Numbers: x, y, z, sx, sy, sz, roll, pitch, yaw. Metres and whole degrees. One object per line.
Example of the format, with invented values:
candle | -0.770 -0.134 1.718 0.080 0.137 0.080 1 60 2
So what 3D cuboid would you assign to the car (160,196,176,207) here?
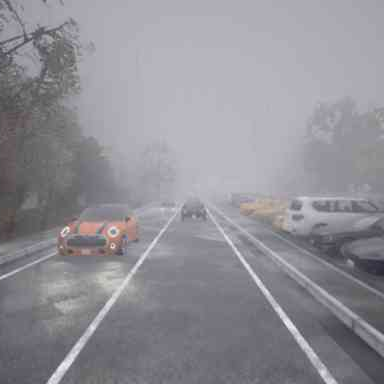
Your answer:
car | -3.217 1.280 45.820 1.837 1.490 4.892 0 0 0

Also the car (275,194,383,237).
car | 6.880 1.228 14.732 5.566 2.045 2.435 0 1 0

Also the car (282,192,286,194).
car | 20.359 1.262 64.460 4.674 1.452 2.002 0 0 0

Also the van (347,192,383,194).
van | 20.013 1.051 36.744 4.442 1.987 1.878 0 0 0

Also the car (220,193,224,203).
car | 7.134 1.285 50.813 4.792 1.488 2.163 0 0 0

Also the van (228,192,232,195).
van | 7.207 1.044 42.483 4.442 1.987 1.878 0 0 0

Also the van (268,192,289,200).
van | 20.365 0.970 78.444 4.442 1.987 1.878 0 0 0

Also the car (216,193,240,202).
car | 7.275 1.098 67.469 4.553 1.767 2.185 0 0 0

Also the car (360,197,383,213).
car | 20.127 1.317 33.992 4.792 1.488 2.163 0 0 1

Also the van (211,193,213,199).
van | 7.262 0.983 75.798 4.442 1.987 1.878 0 0 0

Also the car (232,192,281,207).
car | 7.074 1.158 36.935 4.553 1.767 2.185 0 0 0

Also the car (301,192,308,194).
car | 20.213 0.996 50.609 5.566 2.045 2.435 0 0 0

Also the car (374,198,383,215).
car | 20.104 1.334 31.353 4.792 1.488 2.163 0 1 1

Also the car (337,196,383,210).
car | 20.151 1.268 39.529 5.008 1.535 2.097 0 0 1

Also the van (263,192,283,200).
van | 20.411 1.032 83.835 4.442 1.987 1.878 0 -1 1

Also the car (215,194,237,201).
car | 7.357 1.254 73.022 4.674 1.452 2.002 0 0 0

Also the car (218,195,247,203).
car | 7.228 1.241 59.141 4.892 1.521 2.231 0 0 0

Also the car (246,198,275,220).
car | 6.738 1.389 23.065 5.366 1.575 1.946 0 1 0

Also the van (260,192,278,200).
van | 20.693 1.110 89.372 4.442 1.987 1.878 0 -1 0

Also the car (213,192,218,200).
car | 7.073 1.231 61.919 5.366 1.575 1.946 0 0 0

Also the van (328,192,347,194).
van | 20.286 1.037 42.298 4.442 1.987 1.878 0 0 1

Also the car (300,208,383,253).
car | 6.833 1.509 11.960 5.008 1.535 2.097 0 1 0

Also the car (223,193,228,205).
car | 7.086 1.295 45.261 4.792 1.488 2.163 0 0 0

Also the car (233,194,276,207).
car | 7.013 1.296 34.156 4.892 1.521 2.231 0 0 0

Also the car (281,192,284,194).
car | 20.379 1.217 67.231 5.008 1.535 2.097 0 0 1

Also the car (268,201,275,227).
car | 7.061 1.447 17.510 5.366 1.575 1.946 0 1 0

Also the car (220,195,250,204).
car | 7.217 1.246 56.365 4.892 1.521 2.231 0 0 0

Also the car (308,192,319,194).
car | 20.189 1.002 47.838 5.566 2.045 2.435 0 0 0

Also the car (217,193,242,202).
car | 7.251 1.104 64.693 4.553 1.767 2.185 0 0 0

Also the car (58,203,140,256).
car | -3.323 1.278 12.678 2.097 1.767 4.553 0 0 0

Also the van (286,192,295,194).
van | 20.454 1.001 61.814 4.442 1.987 1.878 0 0 1

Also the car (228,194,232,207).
car | 7.096 1.305 39.708 4.792 1.488 2.163 0 0 1

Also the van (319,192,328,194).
van | 20.076 1.032 45.070 4.442 1.987 1.878 0 0 1

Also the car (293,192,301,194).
car | 20.284 1.237 56.150 5.008 1.535 2.097 0 0 1

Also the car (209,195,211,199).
car | 7.430 0.952 78.573 5.566 2.045 2.435 0 0 0

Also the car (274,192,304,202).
car | 20.381 0.960 70.125 5.566 2.045 2.435 0 0 0

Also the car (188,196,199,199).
car | 0.208 1.275 43.561 2.128 1.511 4.902 0 0 0

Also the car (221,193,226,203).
car | 7.109 1.290 48.037 4.792 1.488 2.163 0 0 0

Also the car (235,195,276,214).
car | 6.787 1.331 28.737 5.366 1.575 1.946 0 1 0

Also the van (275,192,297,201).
van | 20.550 0.981 72.894 4.442 1.987 1.878 0 0 0

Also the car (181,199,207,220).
car | 0.135 1.454 26.159 1.895 1.301 4.718 0 0 0

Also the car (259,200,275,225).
car | 6.905 1.422 20.288 4.892 1.521 2.231 0 1 0

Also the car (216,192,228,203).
car | 7.001 1.247 53.591 5.366 1.575 1.946 0 0 0

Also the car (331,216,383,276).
car | 6.774 1.568 9.184 4.792 1.488 2.163 0 1 0

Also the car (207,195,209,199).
car | 7.551 1.425 95.209 5.008 1.535 2.097 0 -1 0

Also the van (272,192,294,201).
van | 20.573 0.976 75.539 4.442 1.987 1.878 0 0 1

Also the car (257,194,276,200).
car | 20.594 1.377 92.139 4.892 1.521 2.231 0 -1 0
